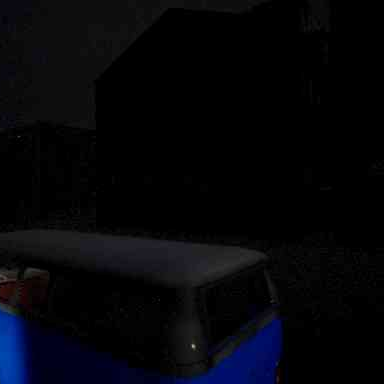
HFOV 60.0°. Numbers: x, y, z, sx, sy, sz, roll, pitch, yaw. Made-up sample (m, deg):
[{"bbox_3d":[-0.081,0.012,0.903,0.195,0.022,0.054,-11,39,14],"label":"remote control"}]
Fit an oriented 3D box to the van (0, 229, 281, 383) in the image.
[{"bbox_3d":[-1.067,1.368,3.579,3.998,1.788,1.690,-1,-1,35],"label":"van"}]
